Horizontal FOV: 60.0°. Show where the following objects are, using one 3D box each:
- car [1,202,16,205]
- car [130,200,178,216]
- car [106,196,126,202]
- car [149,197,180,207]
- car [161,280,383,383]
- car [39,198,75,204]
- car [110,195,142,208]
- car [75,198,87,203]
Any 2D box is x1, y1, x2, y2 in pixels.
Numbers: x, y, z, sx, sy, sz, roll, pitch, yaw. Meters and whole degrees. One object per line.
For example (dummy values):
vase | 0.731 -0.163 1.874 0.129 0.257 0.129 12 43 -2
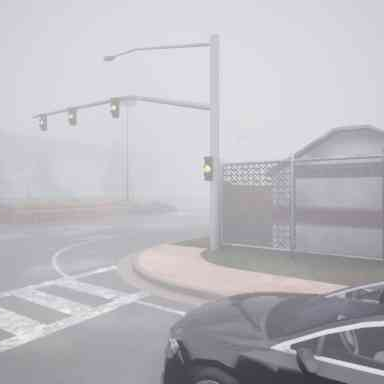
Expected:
car | -20.346 1.546 33.019 2.033 1.411 5.357 0 0 34
car | -3.613 1.547 32.498 2.033 1.411 5.357 0 0 34
car | -9.758 1.547 42.550 2.033 1.411 5.357 0 0 34
car | -4.089 1.491 51.012 2.128 1.511 4.902 0 0 34
car | 1.925 1.492 2.640 4.902 1.511 2.128 0 0 36
car | -14.919 1.563 34.838 1.994 1.385 4.181 0 0 34
car | -9.652 1.351 48.994 2.097 1.767 4.553 0 0 34
car | -15.101 1.504 40.860 1.837 1.490 4.892 0 0 34
